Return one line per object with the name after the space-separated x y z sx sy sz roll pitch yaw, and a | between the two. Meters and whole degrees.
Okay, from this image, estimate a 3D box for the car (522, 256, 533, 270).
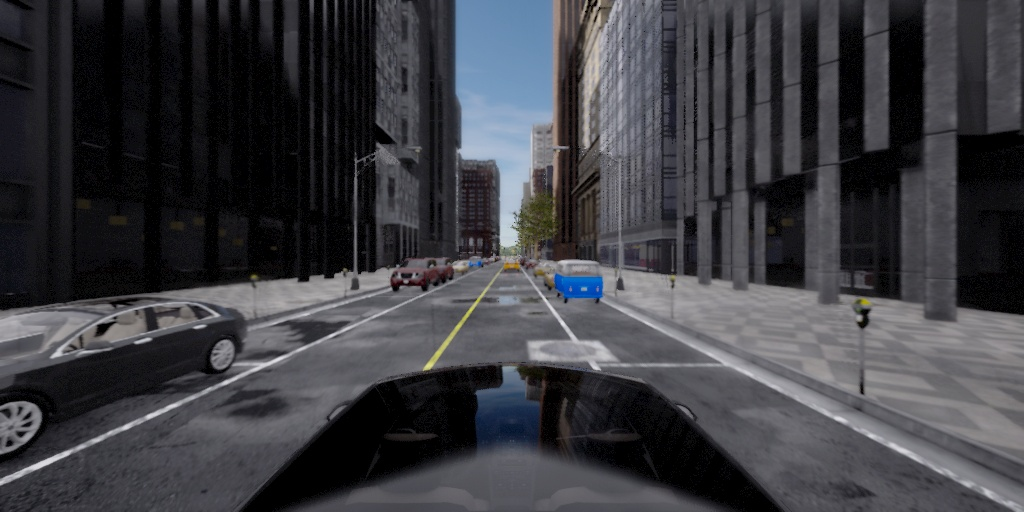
2.841 1.096 49.895 1.967 1.591 4.097 0 0 0 | car

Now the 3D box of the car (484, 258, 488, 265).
-5.689 1.207 61.185 1.948 1.339 4.313 0 0 0 | car

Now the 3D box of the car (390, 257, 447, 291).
-5.675 1.037 21.714 2.192 1.841 5.009 0 0 0 | car

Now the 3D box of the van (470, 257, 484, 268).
-5.687 0.988 55.547 1.690 1.789 3.998 0 0 0 | van

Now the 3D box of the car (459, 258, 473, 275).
-5.685 1.206 38.426 1.751 1.417 4.829 0 0 1 | car

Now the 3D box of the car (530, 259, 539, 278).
2.850 1.221 33.183 1.751 1.417 4.829 0 0 1 | car

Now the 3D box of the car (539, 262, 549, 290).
2.851 1.248 21.867 1.751 1.417 4.829 0 0 0 | car

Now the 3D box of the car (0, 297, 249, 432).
-5.669 1.298 4.794 2.007 1.370 4.403 0 0 0 | car

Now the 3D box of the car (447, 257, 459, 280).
-5.677 1.025 27.354 2.192 1.841 5.009 0 0 0 | car

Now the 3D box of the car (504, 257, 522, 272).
-0.015 1.142 45.487 1.882 1.535 5.008 0 0 0 | car

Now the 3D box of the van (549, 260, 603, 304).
2.852 1.075 16.055 1.690 1.789 3.998 0 0 0 | van
